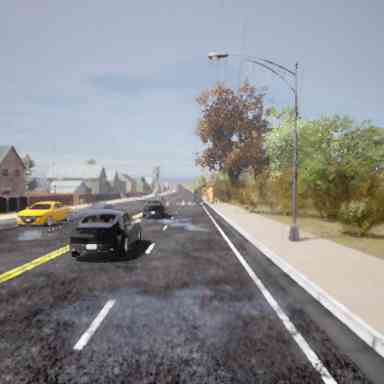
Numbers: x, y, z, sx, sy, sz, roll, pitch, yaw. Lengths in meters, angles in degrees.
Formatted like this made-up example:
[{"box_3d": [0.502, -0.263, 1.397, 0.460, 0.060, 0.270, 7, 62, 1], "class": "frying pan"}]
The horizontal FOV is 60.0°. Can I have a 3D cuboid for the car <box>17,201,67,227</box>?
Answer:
[{"box_3d": [-9.853, 1.395, 22.465, 1.882, 1.535, 5.008, 0, 0, 0], "class": "car"}]

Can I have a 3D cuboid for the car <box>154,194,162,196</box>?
[{"box_3d": [-6.538, 1.229, 64.085, 2.128, 1.511, 4.902, 0, 0, 1], "class": "car"}]

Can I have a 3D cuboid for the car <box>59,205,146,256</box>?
[{"box_3d": [-3.153, 1.459, 12.849, 1.837, 1.490, 4.892, 0, 0, 0], "class": "car"}]

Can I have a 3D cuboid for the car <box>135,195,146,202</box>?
[{"box_3d": [-9.771, 1.330, 64.350, 1.895, 1.301, 4.718, 0, 0, 0], "class": "car"}]

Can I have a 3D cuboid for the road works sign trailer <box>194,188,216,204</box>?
[{"box_3d": [1.544, 0.523, 52.270, 2.880, 2.380, 3.560, 11, 11, 40], "class": "road works sign trailer"}]

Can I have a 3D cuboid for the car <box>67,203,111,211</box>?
[{"box_3d": [-6.605, 1.462, 23.454, 2.033, 1.411, 5.357, 0, 0, 0], "class": "car"}]

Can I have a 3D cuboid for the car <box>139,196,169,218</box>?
[{"box_3d": [-3.157, 1.395, 29.299, 1.837, 1.490, 4.892, 0, 0, 0], "class": "car"}]
